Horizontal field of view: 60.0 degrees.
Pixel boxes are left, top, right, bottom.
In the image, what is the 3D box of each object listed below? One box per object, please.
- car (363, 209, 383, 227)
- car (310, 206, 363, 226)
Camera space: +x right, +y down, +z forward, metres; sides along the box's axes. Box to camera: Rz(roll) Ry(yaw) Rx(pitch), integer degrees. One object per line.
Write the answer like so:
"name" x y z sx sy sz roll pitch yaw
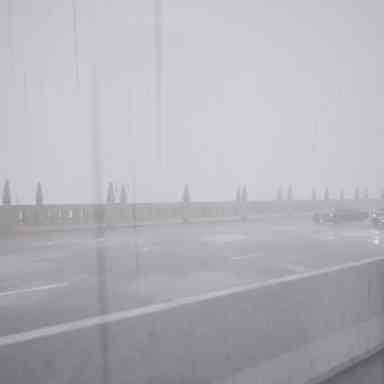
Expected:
"car" 13.972 1.558 22.180 4.902 1.511 2.128 0 0 -34
"car" 10.787 1.663 24.258 4.718 1.301 1.895 0 0 -34
